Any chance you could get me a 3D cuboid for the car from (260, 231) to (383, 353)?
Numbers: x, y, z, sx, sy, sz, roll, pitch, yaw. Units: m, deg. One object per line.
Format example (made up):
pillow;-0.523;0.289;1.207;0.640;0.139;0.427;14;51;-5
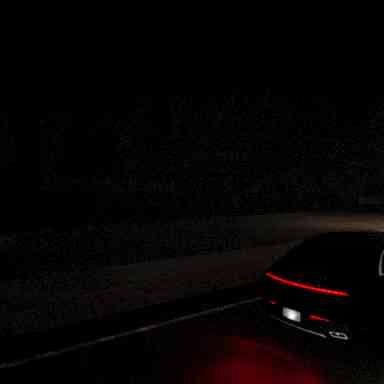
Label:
car;3.392;1.505;6.166;4.892;1.490;1.837;0;0;-36
